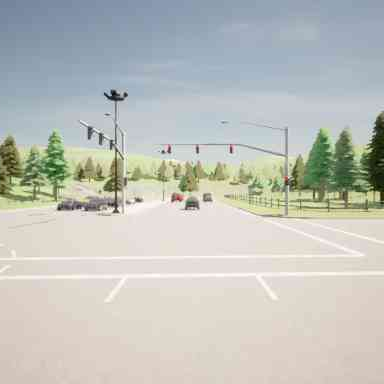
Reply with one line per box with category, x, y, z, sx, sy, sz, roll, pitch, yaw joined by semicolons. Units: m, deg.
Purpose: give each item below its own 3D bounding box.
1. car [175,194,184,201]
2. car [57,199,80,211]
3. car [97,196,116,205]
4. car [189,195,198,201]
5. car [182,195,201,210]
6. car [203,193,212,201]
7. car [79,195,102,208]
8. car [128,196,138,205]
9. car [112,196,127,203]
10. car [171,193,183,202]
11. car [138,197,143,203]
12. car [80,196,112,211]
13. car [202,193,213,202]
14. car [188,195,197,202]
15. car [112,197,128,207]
car;-3.183;1.419;84.557;1.882;1.535;5.008;0;0;2
car;-15.060;1.564;41.207;1.994;1.385;4.181;0;0;1
car;-15.032;1.491;58.593;2.128;1.511;4.902;0;0;0
car;0.316;1.466;84.463;2.128;1.511;4.902;0;0;2
car;0.029;1.504;43.173;1.837;1.490;4.892;0;0;0
car;3.815;1.166;84.398;2.150;2.045;5.566;0;0;2
car;-15.060;1.352;49.714;2.097;1.767;4.553;0;0;0
car;-11.537;1.601;59.696;1.895;1.301;4.718;0;0;1
car;-14.950;1.595;68.736;1.895;1.301;4.718;0;0;0
car;-3.413;1.220;73.812;2.150;2.045;5.566;0;0;1
car;-11.449;1.595;69.889;1.895;1.301;4.718;0;0;0
car;-11.572;1.505;40.374;1.837;1.490;4.892;0;0;0
car;3.587;1.536;73.774;2.033;1.411;5.357;0;0;1
car;0.091;1.475;74.192;1.882;1.535;5.008;0;0;1
car;-11.564;1.547;50.112;2.033;1.411;5.357;0;0;0
